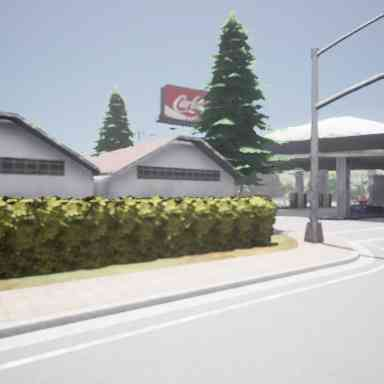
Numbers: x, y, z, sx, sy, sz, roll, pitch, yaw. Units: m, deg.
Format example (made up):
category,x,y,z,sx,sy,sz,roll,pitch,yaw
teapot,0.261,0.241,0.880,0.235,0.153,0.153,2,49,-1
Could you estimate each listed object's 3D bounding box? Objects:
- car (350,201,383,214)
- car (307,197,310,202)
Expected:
category,x,y,z,sx,sy,sz,roll,pitch,yaw
car,20.574,1.842,39.096,4.611,1.667,2.242,1,0,-36
car,31.683,2.040,88.580,2.152,1.636,5.027,1,0,-36
